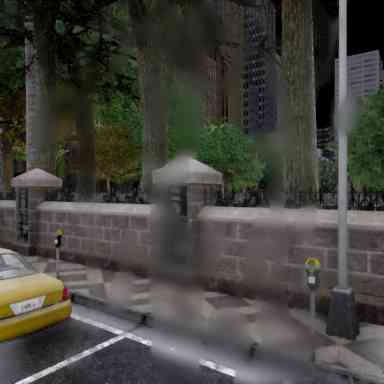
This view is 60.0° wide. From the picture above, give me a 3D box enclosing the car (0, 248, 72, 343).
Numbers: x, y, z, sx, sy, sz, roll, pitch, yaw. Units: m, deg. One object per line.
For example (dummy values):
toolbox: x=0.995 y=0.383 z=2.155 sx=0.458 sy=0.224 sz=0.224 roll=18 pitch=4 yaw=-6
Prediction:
car: x=-4.131 y=1.526 z=5.926 sx=4.829 sy=1.417 sz=1.752 roll=0 pitch=0 yaw=36
